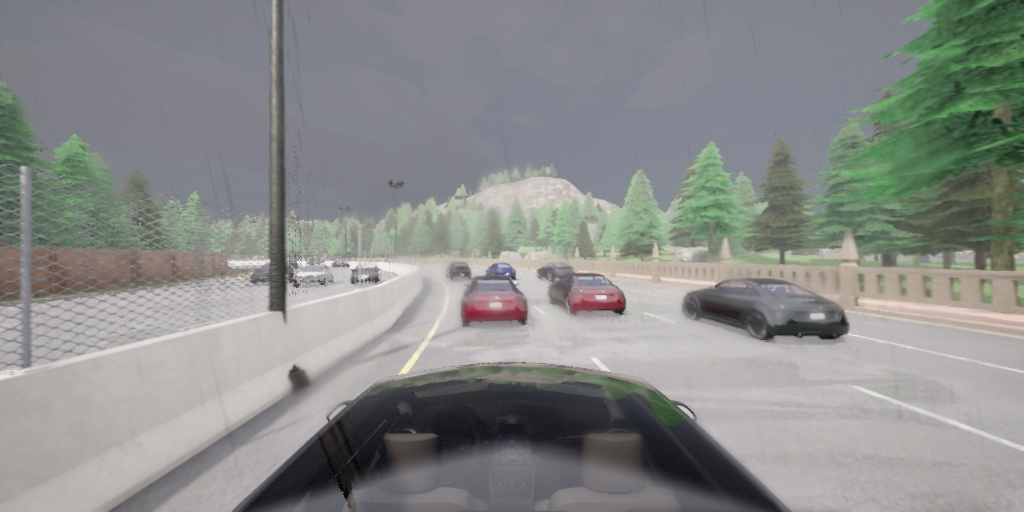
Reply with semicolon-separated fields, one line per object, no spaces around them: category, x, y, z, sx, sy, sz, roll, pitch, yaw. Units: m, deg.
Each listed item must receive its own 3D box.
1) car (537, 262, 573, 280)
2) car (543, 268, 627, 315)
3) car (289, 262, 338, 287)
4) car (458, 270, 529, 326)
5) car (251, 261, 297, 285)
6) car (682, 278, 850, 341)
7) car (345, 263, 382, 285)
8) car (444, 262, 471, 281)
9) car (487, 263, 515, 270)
car;3.403;1.251;28.362;2.128;1.511;4.902;0;0;-14
car;2.672;1.313;13.590;1.994;1.385;4.181;0;0;-6
car;-14.240;1.357;26.025;1.812;1.442;4.674;0;0;-16
car;-0.659;1.326;11.849;1.994;1.385;4.181;0;0;-6
car;-18.407;1.356;27.736;1.837;1.490;4.892;0;0;-18
car;6.565;1.294;9.869;1.994;1.385;4.181;0;0;-4
car;-10.939;1.311;27.149;2.128;1.511;4.902;0;0;-16
car;-4.767;1.302;31.560;1.837;1.490;4.892;0;0;-17
car;-0.993;1.306;31.078;1.812;1.442;4.674;0;0;-17
